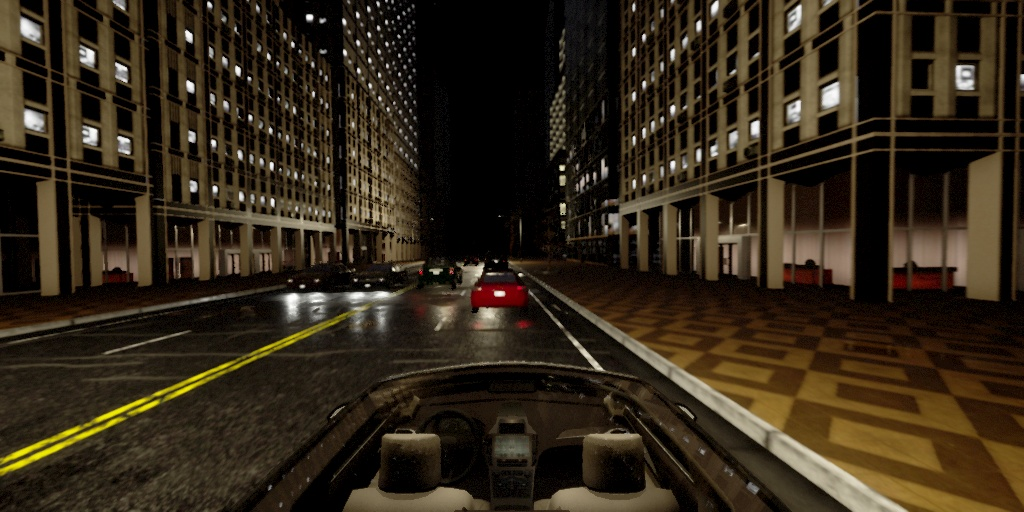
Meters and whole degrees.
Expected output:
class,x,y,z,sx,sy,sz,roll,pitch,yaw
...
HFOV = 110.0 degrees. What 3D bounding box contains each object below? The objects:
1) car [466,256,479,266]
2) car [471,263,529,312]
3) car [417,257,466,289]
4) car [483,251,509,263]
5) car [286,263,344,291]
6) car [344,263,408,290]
class,x,y,z,sx,sy,sz,roll,pitch,yaw
car,-5.575,0.656,49.839,1.812,1.442,4.674,-1,1,-3
car,-0.475,1.145,13.467,1.994,1.385,4.181,-1,1,-2
car,-4.078,0.863,20.858,2.097,1.767,4.553,-1,1,-3
car,-1.477,0.534,33.358,2.150,2.045,5.566,-1,1,-3
car,-10.782,1.129,20.867,2.033,1.411,5.357,-1,1,-3
car,-7.536,1.093,21.028,2.033,1.411,5.357,-1,1,-3
